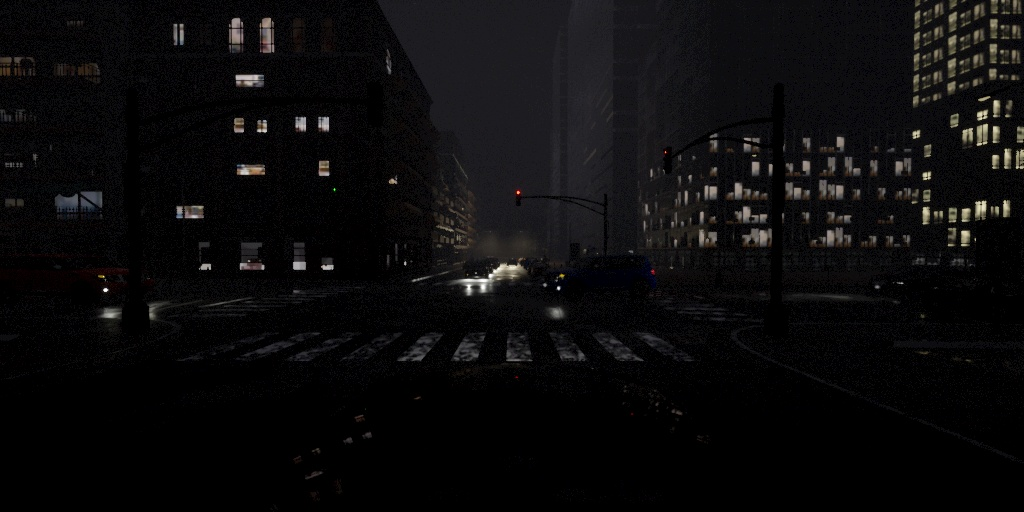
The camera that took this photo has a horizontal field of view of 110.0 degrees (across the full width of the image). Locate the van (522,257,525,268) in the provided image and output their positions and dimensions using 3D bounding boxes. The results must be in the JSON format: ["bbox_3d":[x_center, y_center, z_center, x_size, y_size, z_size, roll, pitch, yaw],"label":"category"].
[{"bbox_3d":[2.616,1.045,49.433,1.690,1.789,3.998,0,0,0],"label":"van"}]

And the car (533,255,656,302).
[{"bbox_3d":[4.117,0.967,17.074,5.566,2.045,2.150,0,-1,-18],"label":"car"}]

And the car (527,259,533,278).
[{"bbox_3d":[2.631,1.272,32.495,1.888,1.381,4.507,0,0,0],"label":"car"}]

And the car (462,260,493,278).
[{"bbox_3d":[-3.117,1.290,32.834,1.994,1.385,4.181,0,0,0],"label":"car"}]

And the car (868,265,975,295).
[{"bbox_3d":[20.893,1.314,18.053,4.902,1.511,2.128,0,1,1],"label":"car"}]

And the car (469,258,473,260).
[{"bbox_3d":[-5.732,1.270,49.393,1.948,1.339,4.313,0,0,0],"label":"car"}]

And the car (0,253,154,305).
[{"bbox_3d":[-18.852,0.911,15.359,5.566,2.045,2.150,0,1,1],"label":"car"}]

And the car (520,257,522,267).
[{"bbox_3d":[2.611,1.240,55.079,1.888,1.381,4.507,0,0,0],"label":"car"}]

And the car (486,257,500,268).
[{"bbox_3d":[-3.111,1.037,60.716,2.097,1.767,4.553,0,0,0],"label":"car"}]

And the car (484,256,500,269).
[{"bbox_3d":[-3.126,1.054,50.808,2.097,1.767,4.553,0,0,0],"label":"car"}]

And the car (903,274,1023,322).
[{"bbox_3d":[16.706,1.445,12.200,4.403,1.370,2.007,0,0,1],"label":"car"}]

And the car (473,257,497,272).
[{"bbox_3d":[-3.131,1.220,41.572,1.837,1.490,4.892,0,0,0],"label":"car"}]

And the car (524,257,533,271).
[{"bbox_3d":[2.626,1.159,38.141,1.967,1.591,4.097,0,0,0],"label":"car"}]
